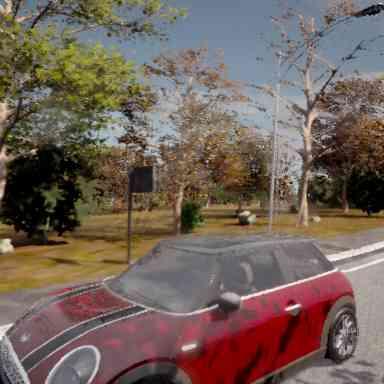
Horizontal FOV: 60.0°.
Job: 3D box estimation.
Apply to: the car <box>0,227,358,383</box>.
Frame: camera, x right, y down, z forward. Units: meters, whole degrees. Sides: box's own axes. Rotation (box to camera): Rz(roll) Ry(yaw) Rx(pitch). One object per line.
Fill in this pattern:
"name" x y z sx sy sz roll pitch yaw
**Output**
"car" 0.123 1.373 4.249 4.553 1.767 2.097 0 0 -37
